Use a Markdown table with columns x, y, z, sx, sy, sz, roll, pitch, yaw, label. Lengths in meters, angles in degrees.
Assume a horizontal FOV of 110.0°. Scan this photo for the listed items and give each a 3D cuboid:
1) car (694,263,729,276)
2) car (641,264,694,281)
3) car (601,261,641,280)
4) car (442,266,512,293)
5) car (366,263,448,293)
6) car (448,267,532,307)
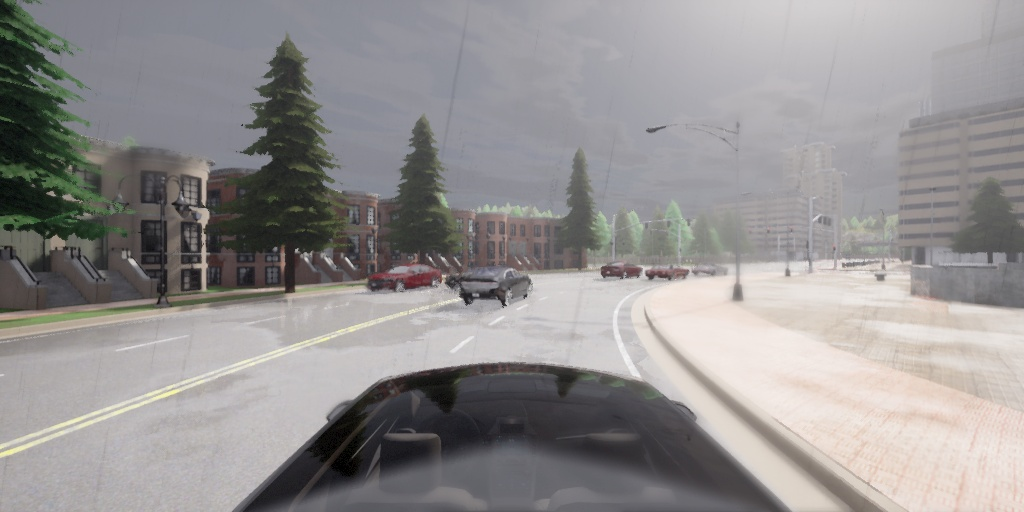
| x | y | z | sx | sy | sz | roll | pitch | yaw | label |
| --- | --- | --- | --- | --- | --- | --- | --- | --- | --- |
| 19.922 | 1.317 | 35.976 | 4.718 | 1.301 | 1.895 | 0 | 0 | -39 | car |
| 12.888 | 1.324 | 29.575 | 4.718 | 1.301 | 1.895 | 0 | 0 | -44 | car |
| 9.679 | 1.199 | 31.306 | 1.882 | 1.535 | 5.008 | 0 | 0 | 45 | car |
| -1.954 | 1.333 | 21.642 | 1.895 | 1.301 | 4.718 | 0 | 0 | 27 | car |
| -6.109 | 1.211 | 20.843 | 1.882 | 1.535 | 5.008 | 0 | 0 | 25 | car |
| -0.530 | 1.229 | 15.593 | 2.128 | 1.511 | 4.902 | 0 | 0 | 19 | car |
